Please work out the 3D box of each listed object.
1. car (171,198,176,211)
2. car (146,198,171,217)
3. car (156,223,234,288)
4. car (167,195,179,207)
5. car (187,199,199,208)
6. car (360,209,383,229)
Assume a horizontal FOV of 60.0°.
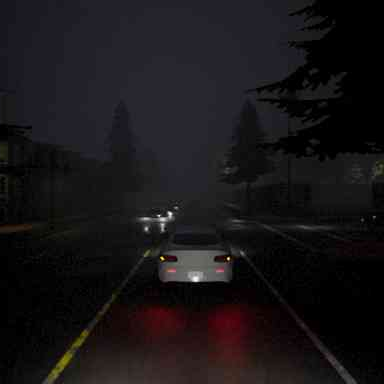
[{"bbox_3d":[-3.610,1.886,45.825,1.895,1.301,4.718,0,0,0],"label":"car"},{"bbox_3d":[-3.609,1.694,34.665,1.882,1.535,5.008,0,0,0],"label":"car"},{"bbox_3d":[0.083,1.584,9.294,1.812,1.442,4.674,0,0,0],"label":"car"},{"bbox_3d":[-3.579,1.603,61.034,2.150,2.045,5.566,0,-1,0],"label":"car"},{"bbox_3d":[0.082,1.813,53.859,1.882,1.535,5.008,0,0,0],"label":"car"},{"bbox_3d":[14.054,1.655,22.592,4.902,1.511,2.128,0,0,0],"label":"car"}]
